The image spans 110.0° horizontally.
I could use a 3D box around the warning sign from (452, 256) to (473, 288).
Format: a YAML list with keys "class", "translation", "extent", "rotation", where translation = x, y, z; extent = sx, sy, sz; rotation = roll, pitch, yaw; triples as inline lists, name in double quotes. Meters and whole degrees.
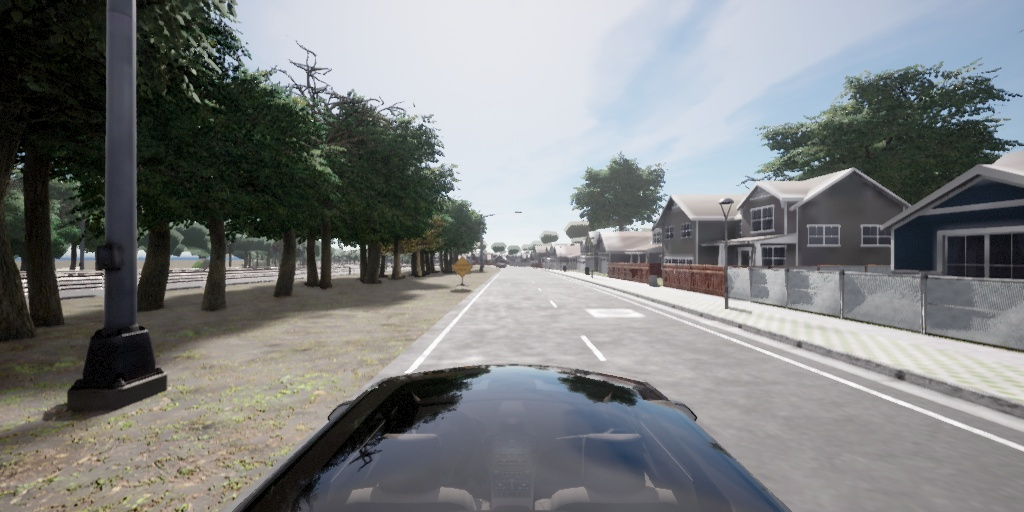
- class: "warning sign"
  translation: [-3.050, 0.958, 22.021]
  extent: [1.300, 1.860, 1.060]
  rotation: [0, 0, 0]
